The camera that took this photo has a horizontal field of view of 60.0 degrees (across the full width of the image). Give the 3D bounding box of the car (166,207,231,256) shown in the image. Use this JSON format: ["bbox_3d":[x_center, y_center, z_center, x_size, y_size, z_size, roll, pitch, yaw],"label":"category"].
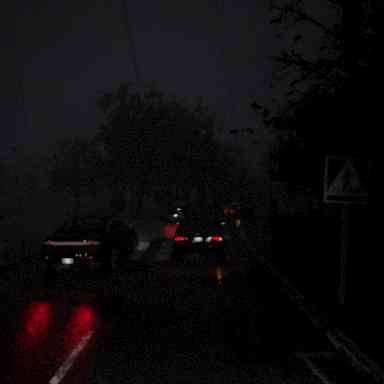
[{"bbox_3d":[0.329,1.555,13.137,2.033,1.411,5.357,0,0,3],"label":"car"}]

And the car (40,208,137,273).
[{"bbox_3d":[-3.035,1.504,10.712,2.128,1.511,4.902,0,0,2],"label":"car"}]

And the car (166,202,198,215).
[{"bbox_3d":[-0.715,1.563,27.310,1.837,1.490,4.892,-1,-1,12],"label":"car"}]

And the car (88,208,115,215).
[{"bbox_3d":[-20.189,4.316,74.031,5.357,1.411,2.033,3,-4,-36],"label":"car"}]

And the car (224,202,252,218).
[{"bbox_3d":[4.618,1.742,32.827,1.882,1.535,5.008,-1,-3,22],"label":"car"}]
